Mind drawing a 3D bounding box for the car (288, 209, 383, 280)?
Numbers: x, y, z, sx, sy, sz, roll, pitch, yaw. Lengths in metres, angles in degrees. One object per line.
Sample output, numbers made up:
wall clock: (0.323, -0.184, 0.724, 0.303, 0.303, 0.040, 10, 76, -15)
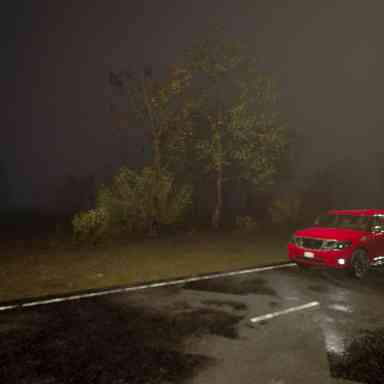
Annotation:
car: (5.851, 1.649, 11.793, 5.566, 2.045, 2.150, 2, -2, -35)
